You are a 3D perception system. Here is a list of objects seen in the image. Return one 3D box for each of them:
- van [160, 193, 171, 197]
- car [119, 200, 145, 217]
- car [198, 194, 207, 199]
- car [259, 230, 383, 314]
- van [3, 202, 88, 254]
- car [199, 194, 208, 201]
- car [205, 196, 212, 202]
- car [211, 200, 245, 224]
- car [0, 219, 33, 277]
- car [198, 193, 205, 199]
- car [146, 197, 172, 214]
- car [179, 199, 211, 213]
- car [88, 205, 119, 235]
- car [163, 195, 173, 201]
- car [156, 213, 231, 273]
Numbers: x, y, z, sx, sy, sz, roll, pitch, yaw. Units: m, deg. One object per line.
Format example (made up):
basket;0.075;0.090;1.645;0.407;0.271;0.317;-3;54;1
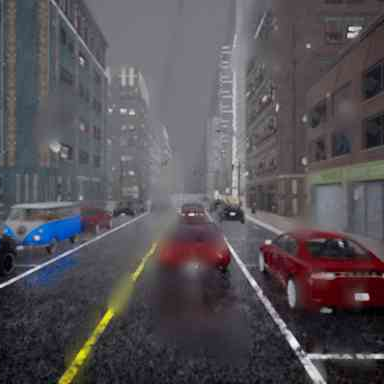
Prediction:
van;-5.677;1.139;67.531;1.690;1.788;3.998;0;0;0
car;-5.681;1.470;29.614;1.947;1.339;4.313;0;0;0
car;2.702;1.381;67.530;1.802;1.307;4.206;0;0;0
car;2.698;1.519;7.507;1.887;1.381;4.507;0;0;0
van;-5.680;1.298;13.043;1.690;1.788;3.998;0;0;0
car;2.704;1.211;78.585;1.967;1.590;4.097;0;0;0
car;2.700;1.453;35.125;1.947;1.339;4.313;0;0;0
car;2.699;1.487;24.078;1.947;1.339;4.313;0;0;0
car;-5.683;1.540;7.520;1.947;1.339;4.313;0;0;0
car;2.704;1.173;95.168;1.967;1.590;4.097;0;0;0
car;-3.061;1.494;33.230;1.895;1.301;4.718;0;0;0
car;0.046;1.470;23.672;2.033;1.411;5.357;0;0;0
car;-5.682;1.483;18.567;1.887;1.381;4.507;0;0;0
car;-5.678;1.315;78.587;1.887;1.381;4.507;0;0;0
car;0.060;1.565;10.480;1.895;1.301;4.718;0;0;0
